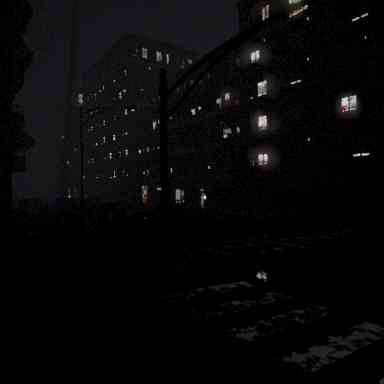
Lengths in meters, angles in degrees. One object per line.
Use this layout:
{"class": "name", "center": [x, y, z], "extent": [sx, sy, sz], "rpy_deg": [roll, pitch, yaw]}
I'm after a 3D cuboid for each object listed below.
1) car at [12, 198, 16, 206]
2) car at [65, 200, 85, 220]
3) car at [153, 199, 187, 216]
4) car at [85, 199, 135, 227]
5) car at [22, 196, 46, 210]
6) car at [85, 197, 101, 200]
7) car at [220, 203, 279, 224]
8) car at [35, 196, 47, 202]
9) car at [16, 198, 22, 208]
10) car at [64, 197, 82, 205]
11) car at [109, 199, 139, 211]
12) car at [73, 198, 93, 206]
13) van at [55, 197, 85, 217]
{"class": "car", "center": [-31.620, 1.782, 59.935], "extent": [1.887, 1.381, 4.507], "rpy_deg": [-1, 1, -36]}
{"class": "car", "center": [-8.988, 1.651, 28.284], "extent": [1.752, 1.417, 4.829], "rpy_deg": [-1, 1, -36]}
{"class": "car", "center": [-2.272, 1.440, 33.295], "extent": [1.967, 1.590, 4.097], "rpy_deg": [-1, 1, -36]}
{"class": "car", "center": [-5.870, 1.552, 23.920], "extent": [1.967, 1.590, 4.097], "rpy_deg": [-1, 1, -36]}
{"class": "car", "center": [-21.965, 1.627, 46.429], "extent": [1.967, 1.590, 4.097], "rpy_deg": [-1, 1, -36]}
{"class": "car", "center": [-15.148, 1.501, 51.302], "extent": [1.967, 1.590, 4.097], "rpy_deg": [-1, 1, -36]}
{"class": "car", "center": [4.068, 1.497, 24.431], "extent": [1.752, 1.417, 4.829], "rpy_deg": [-1, 1, -36]}
{"class": "car", "center": [-37.680, 1.727, 82.816], "extent": [1.887, 1.381, 4.507], "rpy_deg": [-1, 1, -36]}
{"class": "car", "center": [-25.182, 1.769, 50.931], "extent": [1.947, 1.339, 4.313], "rpy_deg": [-1, 1, -36]}
{"class": "car", "center": [-21.585, 1.644, 60.307], "extent": [2.008, 1.369, 4.403], "rpy_deg": [-1, 1, -36]}
{"class": "car", "center": [-8.708, 1.580, 42.299], "extent": [2.008, 1.369, 4.403], "rpy_deg": [-1, 1, -36]}
{"class": "car", "center": [-18.366, 1.642, 55.805], "extent": [1.947, 1.339, 4.313], "rpy_deg": [-1, 1, -36]}
{"class": "van", "center": [-12.309, 1.482, 32.922], "extent": [1.690, 1.788, 3.998], "rpy_deg": [-1, 1, -36]}
